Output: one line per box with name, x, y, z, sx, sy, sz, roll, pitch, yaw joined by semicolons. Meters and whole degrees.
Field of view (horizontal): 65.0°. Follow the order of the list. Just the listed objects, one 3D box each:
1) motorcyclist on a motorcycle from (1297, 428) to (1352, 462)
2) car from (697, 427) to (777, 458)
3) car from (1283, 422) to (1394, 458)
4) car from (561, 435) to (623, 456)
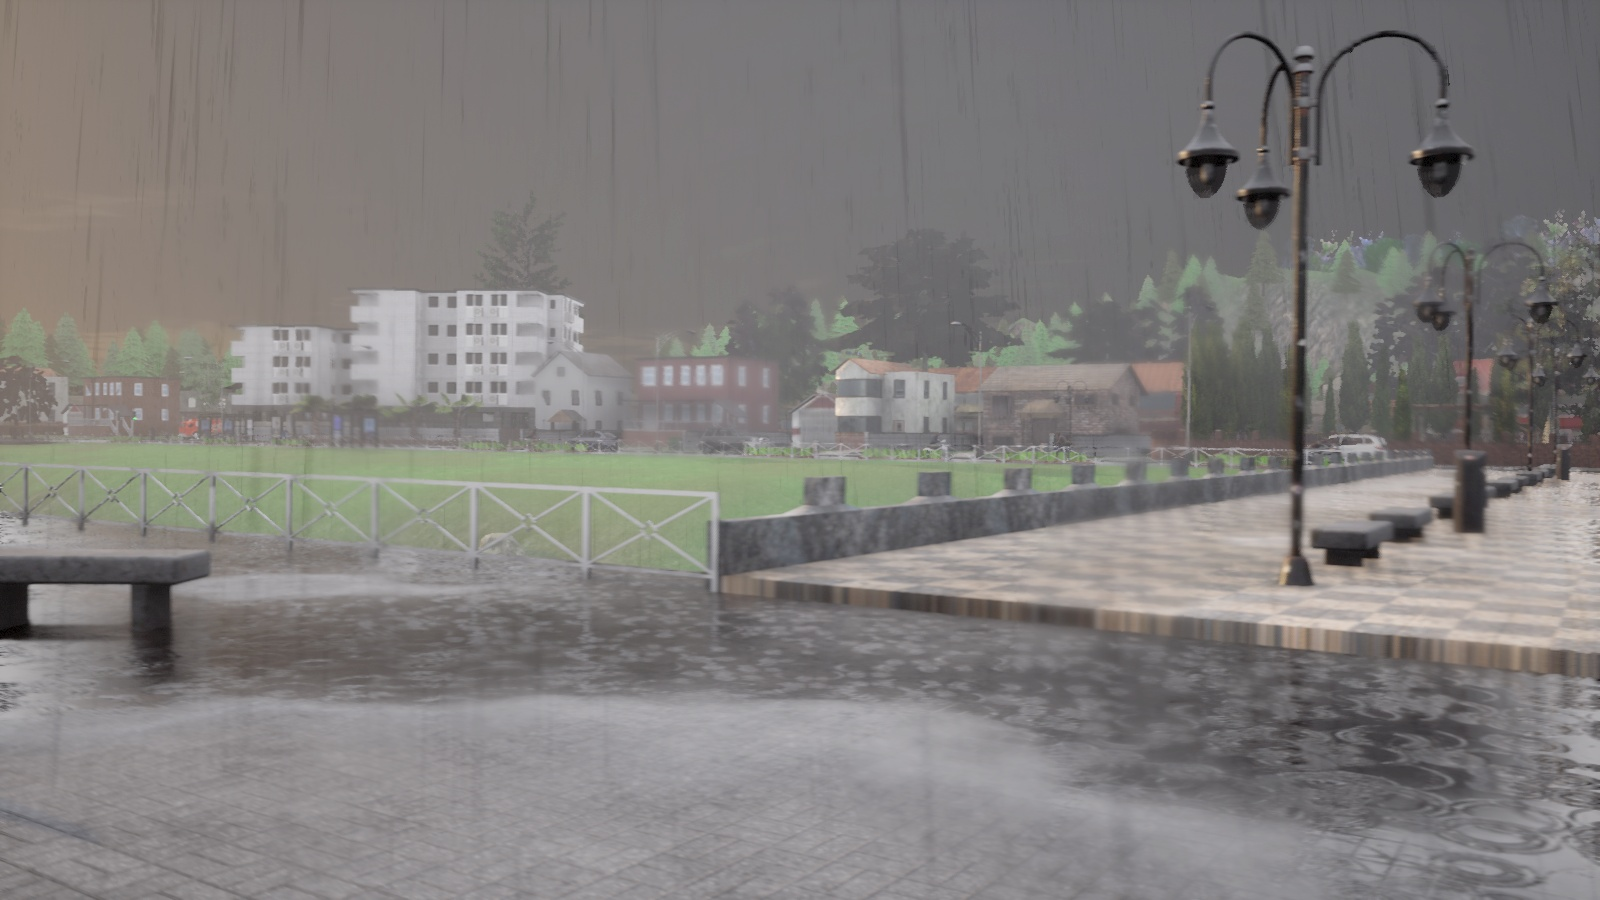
motorcyclist on a motorcycle;24.004;-0.236;57.520;2.191;1.530;0.866;0;1;34
car;-3.822;-0.455;76.011;4.605;1.855;1.932;0;1;34
car;26.095;-0.492;60.929;4.611;1.667;2.242;0;1;34
car;-14.573;-0.323;87.963;4.193;1.474;1.816;0;1;34
